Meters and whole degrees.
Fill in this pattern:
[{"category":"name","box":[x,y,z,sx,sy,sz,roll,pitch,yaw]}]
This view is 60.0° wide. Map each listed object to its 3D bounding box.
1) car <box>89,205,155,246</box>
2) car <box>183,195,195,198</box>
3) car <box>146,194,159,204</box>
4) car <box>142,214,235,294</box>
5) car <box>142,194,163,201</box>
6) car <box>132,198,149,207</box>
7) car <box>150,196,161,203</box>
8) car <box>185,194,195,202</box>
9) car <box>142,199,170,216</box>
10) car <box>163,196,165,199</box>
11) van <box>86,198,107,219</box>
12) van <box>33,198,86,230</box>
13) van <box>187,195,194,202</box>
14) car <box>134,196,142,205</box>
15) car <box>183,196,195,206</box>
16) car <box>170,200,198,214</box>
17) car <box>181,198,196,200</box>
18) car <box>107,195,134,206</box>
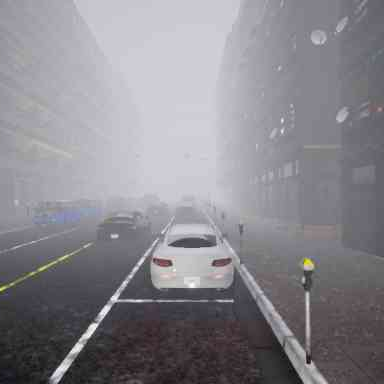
[{"category":"car","box":[-3.016,1.537,15.277,1.812,1.442,4.674,0,0,0]},{"category":"car","box":[-0.427,1.490,37.286,1.967,1.590,4.097,1,0,0]},{"category":"car","box":[-8.314,1.471,70.528,2.192,1.841,5.009,1,0,0]},{"category":"car","box":[0.003,1.530,8.653,1.812,1.442,4.674,0,0,0]},{"category":"car","box":[-5.772,1.278,46.627,2.150,2.045,5.566,0,0,0]},{"category":"car","box":[-8.319,1.660,53.938,1.947,1.339,4.313,1,0,0]},{"category":"car","box":[-8.320,1.725,76.059,1.887,1.381,4.507,1,0,0]},{"category":"car","box":[-0.469,1.521,81.536,2.192,1.841,5.009,1,0,0]},{"category":"car","box":[-3.017,1.598,30.204,1.994,1.385,4.181,0,0,0]},{"category":"car","box":[-8.321,1.846,92.652,1.802,1.307,4.206,1,0,0]},{"category":"van","box":[-8.312,1.368,26.285,1.690,1.788,3.998,1,0,0]},{"category":"van","box":[-8.311,1.358,20.753,1.690,1.788,3.998,2,0,0]},{"category":"van","box":[-0.470,1.575,87.068,1.690,1.788,3.998,1,0,0]},{"category":"car","box":[-8.312,1.379,42.876,2.192,1.841,5.009,1,0,0]},{"category":"car","box":[-0.470,1.553,59.411,1.967,1.590,4.097,1,0,0]},{"category":"car","box":[-0.437,1.571,26.224,1.887,1.381,4.507,1,0,0]},{"category":"car","box":[-0.437,1.582,31.754,1.887,1.381,4.507,1,0,0]},{"category":"car","box":[-8.312,1.365,37.346,2.192,1.841,5.009,1,0,0]}]
